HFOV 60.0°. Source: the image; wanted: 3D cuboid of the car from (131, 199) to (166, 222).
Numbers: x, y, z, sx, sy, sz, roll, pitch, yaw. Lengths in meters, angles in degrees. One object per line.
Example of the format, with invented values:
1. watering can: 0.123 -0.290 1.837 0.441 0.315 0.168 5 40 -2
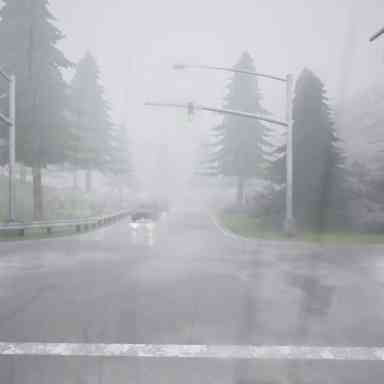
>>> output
1. car: -3.593 1.547 26.889 2.033 1.411 5.357 0 0 0

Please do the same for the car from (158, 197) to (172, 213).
1. car: -3.626 1.563 36.998 1.994 1.385 4.181 0 0 0
